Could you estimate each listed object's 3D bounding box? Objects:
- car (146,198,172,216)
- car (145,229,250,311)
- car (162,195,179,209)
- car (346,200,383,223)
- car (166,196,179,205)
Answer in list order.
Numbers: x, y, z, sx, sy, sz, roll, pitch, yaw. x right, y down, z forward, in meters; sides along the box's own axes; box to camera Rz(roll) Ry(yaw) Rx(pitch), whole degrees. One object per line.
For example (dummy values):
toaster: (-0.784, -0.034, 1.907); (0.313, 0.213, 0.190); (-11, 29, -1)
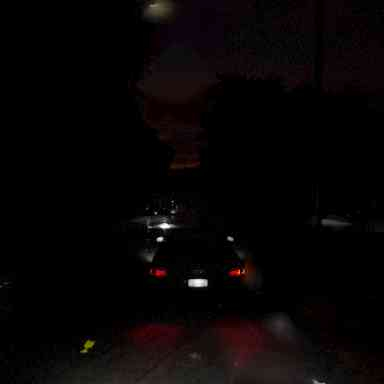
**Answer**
car: (-3.169, 1.514, 31.242); (1.895, 1.301, 4.718); (0, 0, 0)
car: (0.083, 1.552, 7.812); (1.994, 1.385, 4.181); (0, 0, -1)
car: (-3.183, 1.222, 42.988); (2.097, 1.767, 4.553); (0, 0, 0)
car: (13.000, 1.301, 22.682); (4.674, 1.442, 1.812); (-1, 1, 2)
car: (-3.167, 1.400, 55.294); (1.895, 1.301, 4.718); (0, 0, 0)
